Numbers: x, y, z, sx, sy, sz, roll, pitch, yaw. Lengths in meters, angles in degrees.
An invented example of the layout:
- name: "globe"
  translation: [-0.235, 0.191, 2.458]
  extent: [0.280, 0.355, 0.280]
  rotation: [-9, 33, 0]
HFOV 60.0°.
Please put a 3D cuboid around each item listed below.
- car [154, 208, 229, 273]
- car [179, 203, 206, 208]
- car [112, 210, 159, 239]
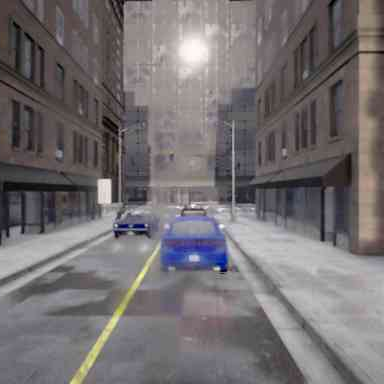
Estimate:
- name: "car"
  translation: [0.070, 1.507, 10.853]
  extent: [1.882, 1.535, 5.008]
  rotation: [0, 0, 0]
- name: "car"
  translation: [0.076, 1.550, 24.717]
  extent: [2.128, 1.511, 4.902]
  rotation: [0, 0, -1]
- name: "car"
  translation: [-2.832, 1.645, 17.695]
  extent: [1.895, 1.301, 4.718]
  rotation: [0, 0, 0]
